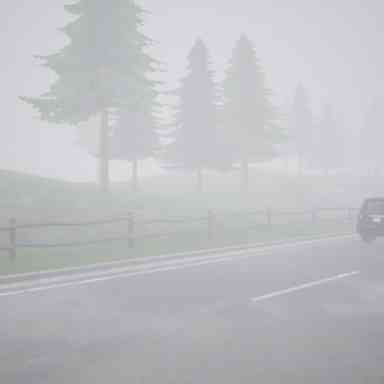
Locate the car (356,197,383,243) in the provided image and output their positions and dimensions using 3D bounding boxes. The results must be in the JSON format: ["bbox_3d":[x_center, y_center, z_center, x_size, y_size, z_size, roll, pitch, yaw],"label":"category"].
[{"bbox_3d":[9.640,1.223,14.997,5.566,2.045,2.150,0,0,-36],"label":"car"}]
